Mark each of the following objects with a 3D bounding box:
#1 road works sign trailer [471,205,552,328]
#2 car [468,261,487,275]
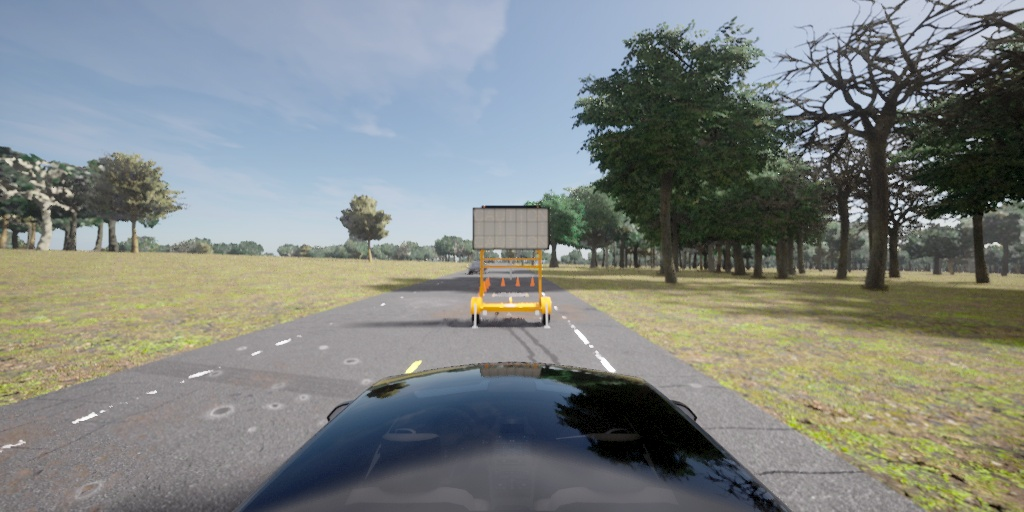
[{"bbox_3d":[-0.035,0.213,11.314,2.380,3.560,2.880,0,0,0],"label":"road works sign trailer"},{"bbox_3d":[-3.907,1.363,41.116,1.837,1.490,4.892,0,0,-1],"label":"car"}]
